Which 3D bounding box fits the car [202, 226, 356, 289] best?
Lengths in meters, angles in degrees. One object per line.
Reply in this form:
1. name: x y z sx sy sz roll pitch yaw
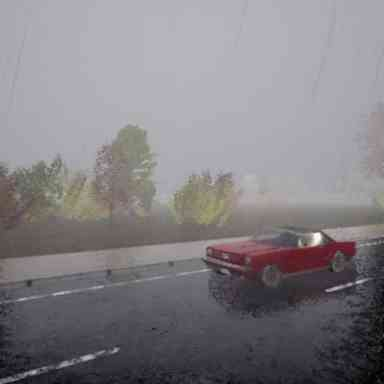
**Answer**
1. car: 2.623 1.693 9.563 4.718 1.301 1.895 1 0 -36
